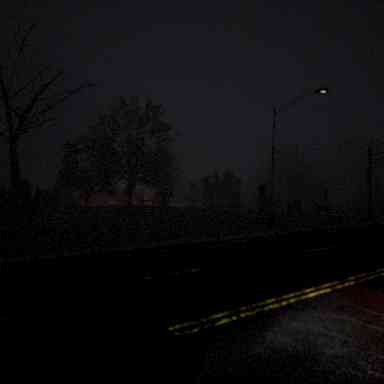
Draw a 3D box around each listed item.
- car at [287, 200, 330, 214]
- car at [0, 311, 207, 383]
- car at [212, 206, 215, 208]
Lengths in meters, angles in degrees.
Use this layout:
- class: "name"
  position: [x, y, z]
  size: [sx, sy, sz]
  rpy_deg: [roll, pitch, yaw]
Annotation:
- class: "car"
  position: [13.051, 1.673, 37.426]
  size: [1.882, 1.535, 5.008]
  rpy_deg: [2, -2, -36]
- class: "car"
  position: [-2.075, 1.490, 1.955]
  size: [4.902, 1.511, 2.128]
  rpy_deg: [0, 0, -36]
- class: "car"
  position: [4.248, 1.848, 49.526]
  size: [1.994, 1.385, 4.181]
  rpy_deg: [2, -2, -35]
